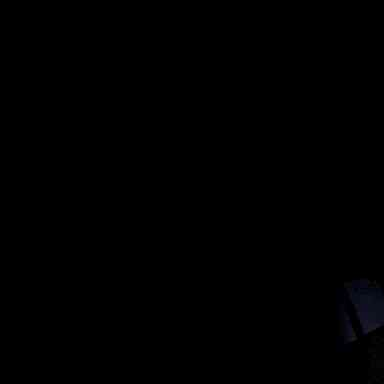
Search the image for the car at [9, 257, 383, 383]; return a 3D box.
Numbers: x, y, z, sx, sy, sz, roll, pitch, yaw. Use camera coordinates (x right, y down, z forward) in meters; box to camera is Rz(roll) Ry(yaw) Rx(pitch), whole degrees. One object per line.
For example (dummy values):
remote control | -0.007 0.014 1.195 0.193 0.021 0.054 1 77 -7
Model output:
car | 0.986 1.530 3.656 5.357 1.411 2.033 0 0 -36
